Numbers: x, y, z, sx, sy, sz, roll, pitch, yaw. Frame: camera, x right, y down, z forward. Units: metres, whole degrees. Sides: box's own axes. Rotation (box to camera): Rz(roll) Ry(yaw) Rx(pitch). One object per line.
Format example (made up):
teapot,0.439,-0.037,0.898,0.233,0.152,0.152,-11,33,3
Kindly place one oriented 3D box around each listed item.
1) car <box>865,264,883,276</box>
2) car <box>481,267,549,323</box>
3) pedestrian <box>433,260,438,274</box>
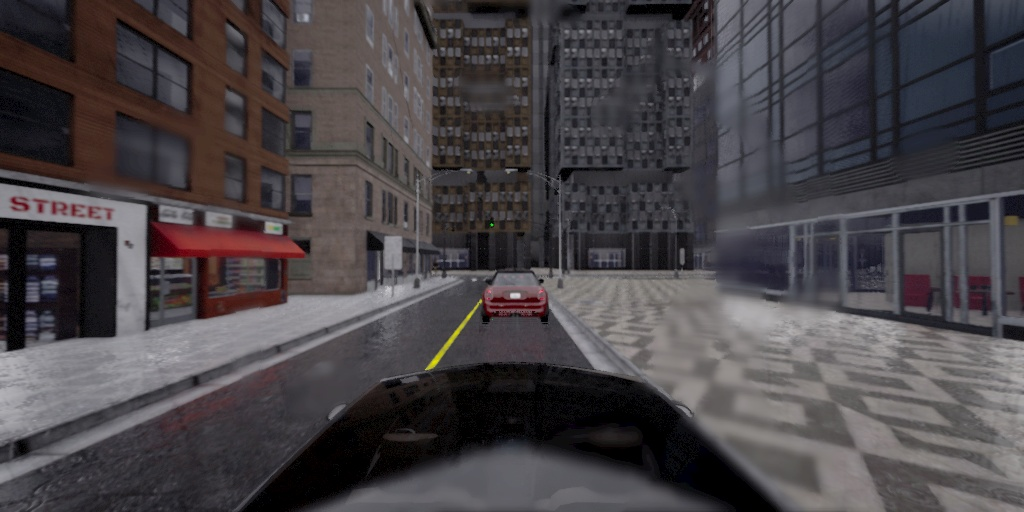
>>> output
car,45.236,1.635,42.860,4.902,1.511,2.128,0,-1,1
car,0.103,1.226,12.813,2.097,1.767,4.553,0,-1,0
pedestrian,-9.878,1.402,46.487,0.375,1.860,0.375,0,-1,1
